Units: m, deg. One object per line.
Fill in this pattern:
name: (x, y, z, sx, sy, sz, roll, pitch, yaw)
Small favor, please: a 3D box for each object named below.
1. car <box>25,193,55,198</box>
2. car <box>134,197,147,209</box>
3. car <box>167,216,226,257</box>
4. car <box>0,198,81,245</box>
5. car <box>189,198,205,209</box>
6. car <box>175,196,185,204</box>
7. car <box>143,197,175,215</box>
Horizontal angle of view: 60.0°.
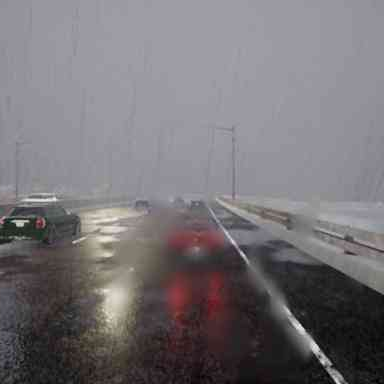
car: (-17.143, 1.155, 37.197, 2.150, 2.045, 5.566, 0, 0, 2)
car: (-6.325, 1.415, 43.842, 2.128, 1.511, 4.902, 0, 0, 1)
car: (0.155, 1.570, 12.768, 1.895, 1.301, 4.718, 0, 0, 0)
car: (-6.823, 1.315, 15.388, 2.097, 1.767, 4.553, 0, 0, 1)
car: (0.657, 1.487, 42.982, 1.994, 1.385, 4.181, 0, 0, 1)
car: (-2.362, 1.438, 59.105, 1.812, 1.442, 4.674, 0, 0, 2)
car: (-3.090, 1.483, 32.389, 2.033, 1.411, 5.357, 0, 0, 1)
